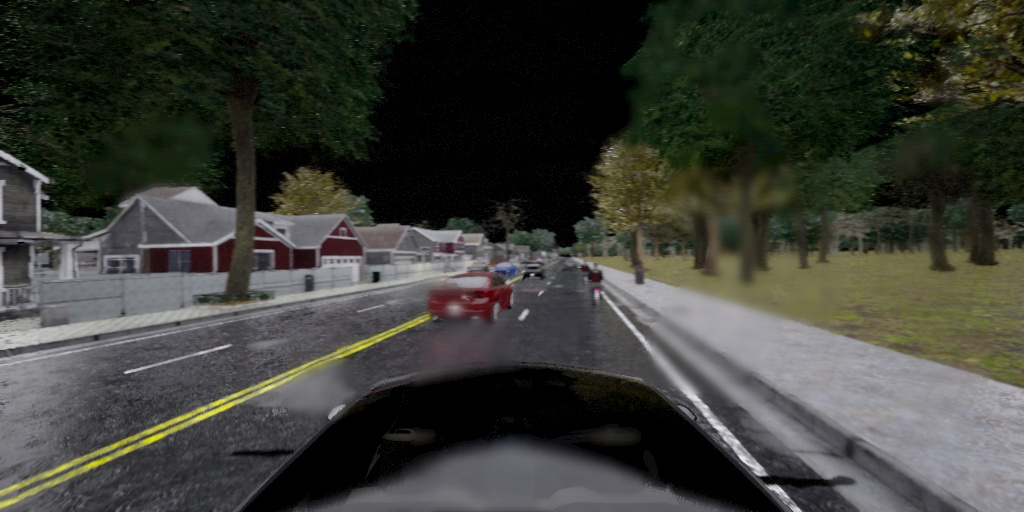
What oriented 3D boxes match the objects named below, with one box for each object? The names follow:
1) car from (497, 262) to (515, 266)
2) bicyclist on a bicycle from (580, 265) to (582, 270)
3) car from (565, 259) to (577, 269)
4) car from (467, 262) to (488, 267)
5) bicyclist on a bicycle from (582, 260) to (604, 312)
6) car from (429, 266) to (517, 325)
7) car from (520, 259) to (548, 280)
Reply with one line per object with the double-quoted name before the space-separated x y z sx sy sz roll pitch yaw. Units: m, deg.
"car" -0.709 1.372 36.825 1.882 1.535 5.008 -1 0 9
"bicyclist on a bicycle" 4.516 1.108 22.129 0.659 1.776 1.843 -1 0 9
"car" 9.629 1.280 58.956 2.128 1.511 4.902 -1 0 9
"car" -3.655 1.463 38.964 1.837 1.490 4.892 -1 0 9
"bicyclist on a bicycle" 3.088 1.103 13.242 0.659 1.776 1.843 -1 0 9
"car" -1.167 1.287 12.246 1.882 1.535 5.008 -1 0 9
"car" 2.077 1.329 32.417 1.837 1.490 4.892 -1 0 9
